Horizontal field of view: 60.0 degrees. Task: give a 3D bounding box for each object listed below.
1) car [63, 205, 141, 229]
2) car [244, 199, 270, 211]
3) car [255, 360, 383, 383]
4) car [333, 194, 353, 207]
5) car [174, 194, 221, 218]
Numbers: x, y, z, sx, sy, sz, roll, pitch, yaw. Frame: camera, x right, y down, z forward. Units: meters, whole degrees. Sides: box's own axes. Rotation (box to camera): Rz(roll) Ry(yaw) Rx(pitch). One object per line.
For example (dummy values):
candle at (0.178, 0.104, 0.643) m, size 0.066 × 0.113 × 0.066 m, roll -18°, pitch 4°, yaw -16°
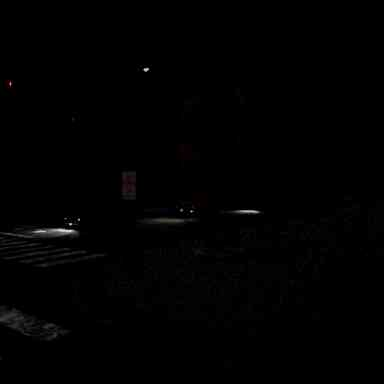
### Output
car at (-5.836, 1.568, 22.358) m, size 2.033 × 1.411 × 5.357 m, roll 0°, pitch 0°, yaw 35°
car at (8.228, 1.632, 42.166) m, size 1.994 × 1.385 × 4.181 m, roll 0°, pitch 0°, yaw 36°
car at (2.143, 1.551, 1.314) m, size 4.403 × 1.369 × 2.008 m, roll 0°, pitch 0°, yaw 36°
car at (24.020, 1.347, 52.927) m, size 2.150 × 2.045 × 5.566 m, roll 0°, pitch 0°, yaw 35°
car at (0.652, 1.261, 31.521) m, size 2.150 × 2.045 × 5.566 m, roll 0°, pitch 0°, yaw 35°
